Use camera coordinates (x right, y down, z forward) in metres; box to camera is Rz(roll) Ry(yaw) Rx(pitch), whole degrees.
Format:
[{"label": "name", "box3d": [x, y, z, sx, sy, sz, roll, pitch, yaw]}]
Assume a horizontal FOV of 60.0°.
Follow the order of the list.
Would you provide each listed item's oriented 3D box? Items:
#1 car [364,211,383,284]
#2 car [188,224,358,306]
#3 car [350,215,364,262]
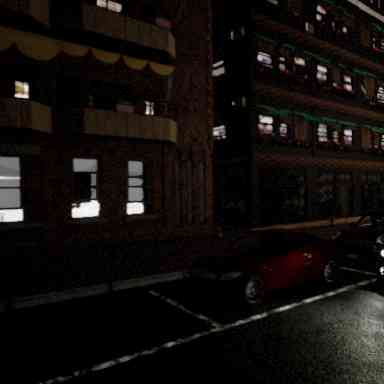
[{"label": "car", "box3d": [6.384, 1.307, 7.908, 4.553, 1.767, 2.097, 0, 0, -35]}, {"label": "car", "box3d": [1.872, 1.554, 7.864, 4.206, 1.307, 1.802, 0, -1, -35]}, {"label": "car", "box3d": [6.432, 1.386, 11.116, 4.097, 1.590, 1.967, 0, -1, -35]}]
